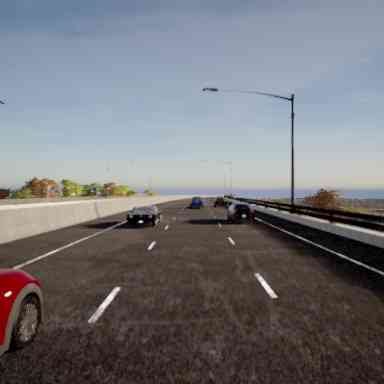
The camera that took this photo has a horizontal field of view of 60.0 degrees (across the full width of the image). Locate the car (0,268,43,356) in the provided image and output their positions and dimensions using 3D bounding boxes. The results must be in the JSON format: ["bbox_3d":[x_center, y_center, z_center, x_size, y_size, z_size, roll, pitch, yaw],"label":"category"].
[{"bbox_3d":[-3.387,1.351,3.385,2.097,1.767,4.553,0,0,0],"label":"car"}]

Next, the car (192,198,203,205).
[{"bbox_3d":[1.062,1.698,60.278,1.895,1.301,4.718,0,0,2],"label":"car"}]

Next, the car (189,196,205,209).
[{"bbox_3d":[0.763,1.410,47.501,2.097,1.767,4.553,0,0,2],"label":"car"}]

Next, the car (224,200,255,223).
[{"bbox_3d":[3.760,1.544,25.976,1.812,1.442,4.674,0,0,1],"label":"car"}]

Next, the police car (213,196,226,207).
[{"bbox_3d":[4.283,1.497,51.618,1.930,1.638,5.238,0,0,2],"label":"police car"}]

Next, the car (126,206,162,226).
[{"bbox_3d":[-3.232,1.613,23.464,1.895,1.301,4.718,0,0,1],"label":"car"}]
